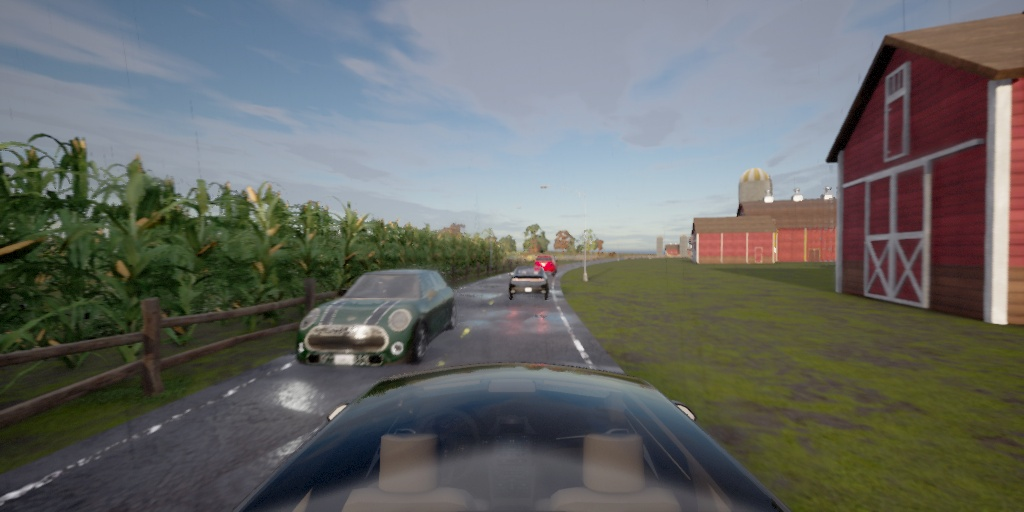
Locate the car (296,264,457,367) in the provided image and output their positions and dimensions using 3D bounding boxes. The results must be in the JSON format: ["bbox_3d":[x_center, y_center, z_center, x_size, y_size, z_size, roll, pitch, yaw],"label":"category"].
[{"bbox_3d":[-2.641,1.095,8.070,2.097,1.767,4.553,0,0,2],"label":"car"}]

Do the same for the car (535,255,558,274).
[{"bbox_3d":[3.591,0.962,37.716,2.150,2.045,5.566,0,0,11],"label":"car"}]

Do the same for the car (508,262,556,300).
[{"bbox_3d":[0.901,1.244,17.863,2.128,1.511,4.902,0,0,5],"label":"car"}]
